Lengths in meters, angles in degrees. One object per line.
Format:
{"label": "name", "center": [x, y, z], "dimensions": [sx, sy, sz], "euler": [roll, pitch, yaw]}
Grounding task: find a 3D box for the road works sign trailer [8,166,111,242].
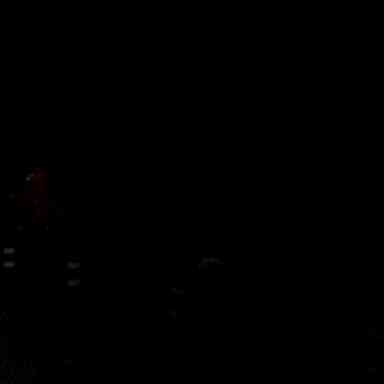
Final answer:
{"label": "road works sign trailer", "center": [-4.909, 0.811, 12.148], "dimensions": [3.560, 2.880, 2.380], "euler": [3, -41, 36]}
